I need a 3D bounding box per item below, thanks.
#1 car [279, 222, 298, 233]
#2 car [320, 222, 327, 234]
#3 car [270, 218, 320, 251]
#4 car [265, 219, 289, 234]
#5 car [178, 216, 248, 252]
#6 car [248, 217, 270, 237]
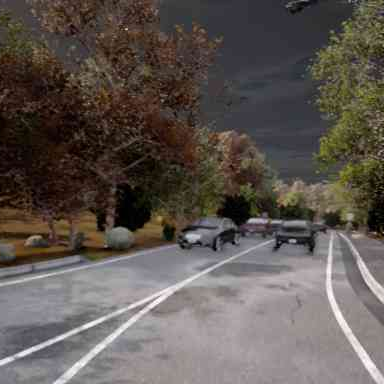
[{"bbox_3d":[13.004,4.707,44.687,1.895,1.301,4.718,1,-5,23],"label":"car"},{"bbox_3d":[17.292,4.881,45.443,1.837,1.490,4.892,1,-5,23],"label":"car"},{"bbox_3d":[5.601,2.181,17.671,1.837,1.490,4.892,1,-3,22],"label":"car"},{"bbox_3d":[9.150,3.679,35.587,1.812,1.442,4.674,1,-5,23],"label":"car"},{"bbox_3d":[0.975,1.956,16.426,2.128,1.511,4.902,1,-3,23],"label":"car"},{"bbox_3d":[5.223,2.743,26.361,1.812,1.442,4.674,1,-5,23],"label":"car"}]
